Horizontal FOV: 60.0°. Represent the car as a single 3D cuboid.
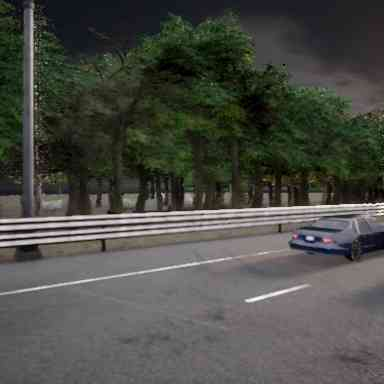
[{"bbox_3d":[5.861,1.546,12.235,5.357,1.411,2.033,0,0,-36],"label":"car"}]
